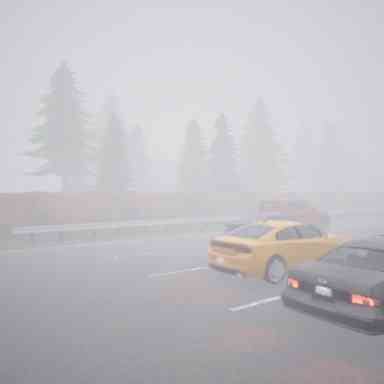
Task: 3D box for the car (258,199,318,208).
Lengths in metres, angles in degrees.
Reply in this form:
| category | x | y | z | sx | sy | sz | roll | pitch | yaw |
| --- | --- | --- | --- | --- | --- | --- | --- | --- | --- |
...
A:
| category | x | y | z | sx | sy | sz | roll | pitch | yaw |
| --- | --- | --- | --- | --- | --- | --- | --- | --- | --- |
| car | 6.447 | 1.464 | 21.128 | 5.566 | 2.045 | 2.150 | 0 | -1 | -35 |

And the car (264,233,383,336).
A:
| category | x | y | z | sx | sy | sz | roll | pitch | yaw |
| --- | --- | --- | --- | --- | --- | --- | --- | --- | --- |
| car | 4.127 | 1.604 | 6.686 | 5.357 | 1.411 | 2.033 | 0 | -1 | -35 |

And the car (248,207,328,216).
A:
| category | x | y | z | sx | sy | sz | roll | pitch | yaw |
| --- | --- | --- | --- | --- | --- | --- | --- | --- | --- |
| car | 3.680 | 1.660 | 14.916 | 5.008 | 1.535 | 1.882 | 0 | -1 | -35 |

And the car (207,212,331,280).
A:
| category | x | y | z | sx | sy | sz | roll | pitch | yaw |
| --- | --- | --- | --- | --- | --- | --- | --- | --- | --- |
| car | 2.772 | 1.599 | 10.009 | 5.008 | 1.535 | 1.882 | 0 | -1 | -35 |
